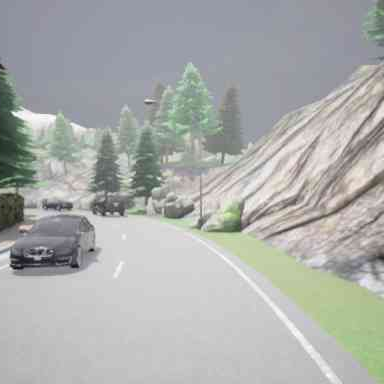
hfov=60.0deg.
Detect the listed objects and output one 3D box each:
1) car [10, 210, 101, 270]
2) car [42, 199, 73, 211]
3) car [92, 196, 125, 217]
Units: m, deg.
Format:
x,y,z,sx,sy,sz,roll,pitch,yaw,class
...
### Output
x,y,z,sx,sy,sz,roll,pitch,yaw,class
-4.481,1.563,11.358,1.837,1.490,4.892,0,-1,-8,car
-17.441,1.706,43.078,4.902,1.511,2.128,0,0,34,car
-8.602,1.391,33.961,2.150,2.045,5.566,0,0,-30,car
